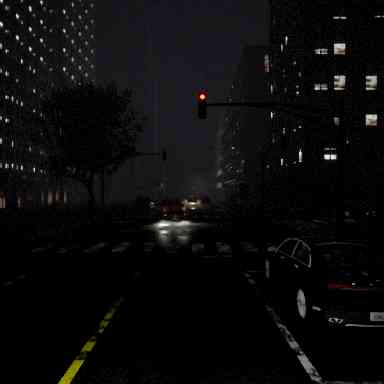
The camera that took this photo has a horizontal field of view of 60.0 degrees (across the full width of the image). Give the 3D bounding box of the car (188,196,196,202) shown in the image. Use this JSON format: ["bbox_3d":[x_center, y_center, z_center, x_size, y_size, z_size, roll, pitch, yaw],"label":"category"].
[{"bbox_3d":[-0.027,1.668,78.942,1.895,1.301,4.718,0,0,0],"label":"car"}]

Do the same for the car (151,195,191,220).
[{"bbox_3d":[-1.892,1.363,28.388,2.097,1.767,4.553,0,0,-15],"label":"car"}]

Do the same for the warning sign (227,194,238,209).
[{"bbox_3d":[5.055,1.139,41.464,1.300,1.860,1.060,0,0,0],"label":"warning sign"}]

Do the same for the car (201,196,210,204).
[{"bbox_3d":[2.666,1.578,67.122,1.752,1.417,4.829,0,0,0],"label":"car"}]

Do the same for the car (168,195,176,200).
[{"bbox_3d":[-5.724,1.654,94.564,2.008,1.369,4.403,0,0,0],"label":"car"}]

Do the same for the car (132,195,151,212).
[{"bbox_3d":[-5.706,1.336,39.335,2.192,1.841,5.009,0,0,0],"label":"car"}]

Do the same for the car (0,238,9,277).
[{"bbox_3d":[-5.694,1.545,6.947,1.887,1.381,4.507,0,0,0],"label":"car"}]

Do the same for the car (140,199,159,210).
[{"bbox_3d":[-5.707,1.592,44.858,1.947,1.339,4.313,0,0,0],"label":"car"}]

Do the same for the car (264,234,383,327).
[{"bbox_3d":[2.686,1.551,6.950,2.008,1.369,4.403,0,0,0],"label":"car"}]

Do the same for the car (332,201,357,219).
[{"bbox_3d":[13.416,1.350,26.359,4.403,1.369,2.008,-1,1,-1],"label":"car"}]

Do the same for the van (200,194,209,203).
[{"bbox_3d":[2.664,1.402,72.475,1.690,1.788,3.998,0,0,0],"label":"van"}]

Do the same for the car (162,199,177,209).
[{"bbox_3d":[-3.114,1.629,46.744,1.895,1.301,4.718,0,0,0],"label":"car"}]

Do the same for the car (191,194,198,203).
[{"bbox_3d":[0.076,1.654,67.426,1.895,1.301,4.718,0,0,0],"label":"car"}]

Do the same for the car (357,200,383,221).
[{"bbox_3d":[14.931,1.283,23.796,4.892,1.490,1.837,-1,0,-1],"label":"car"}]

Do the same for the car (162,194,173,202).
[{"bbox_3d":[-5.719,1.386,77.995,2.192,1.841,5.009,0,0,0],"label":"car"}]

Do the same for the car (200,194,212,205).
[{"bbox_3d":[2.668,1.611,61.429,1.947,1.339,4.313,0,0,0],"label":"car"}]
